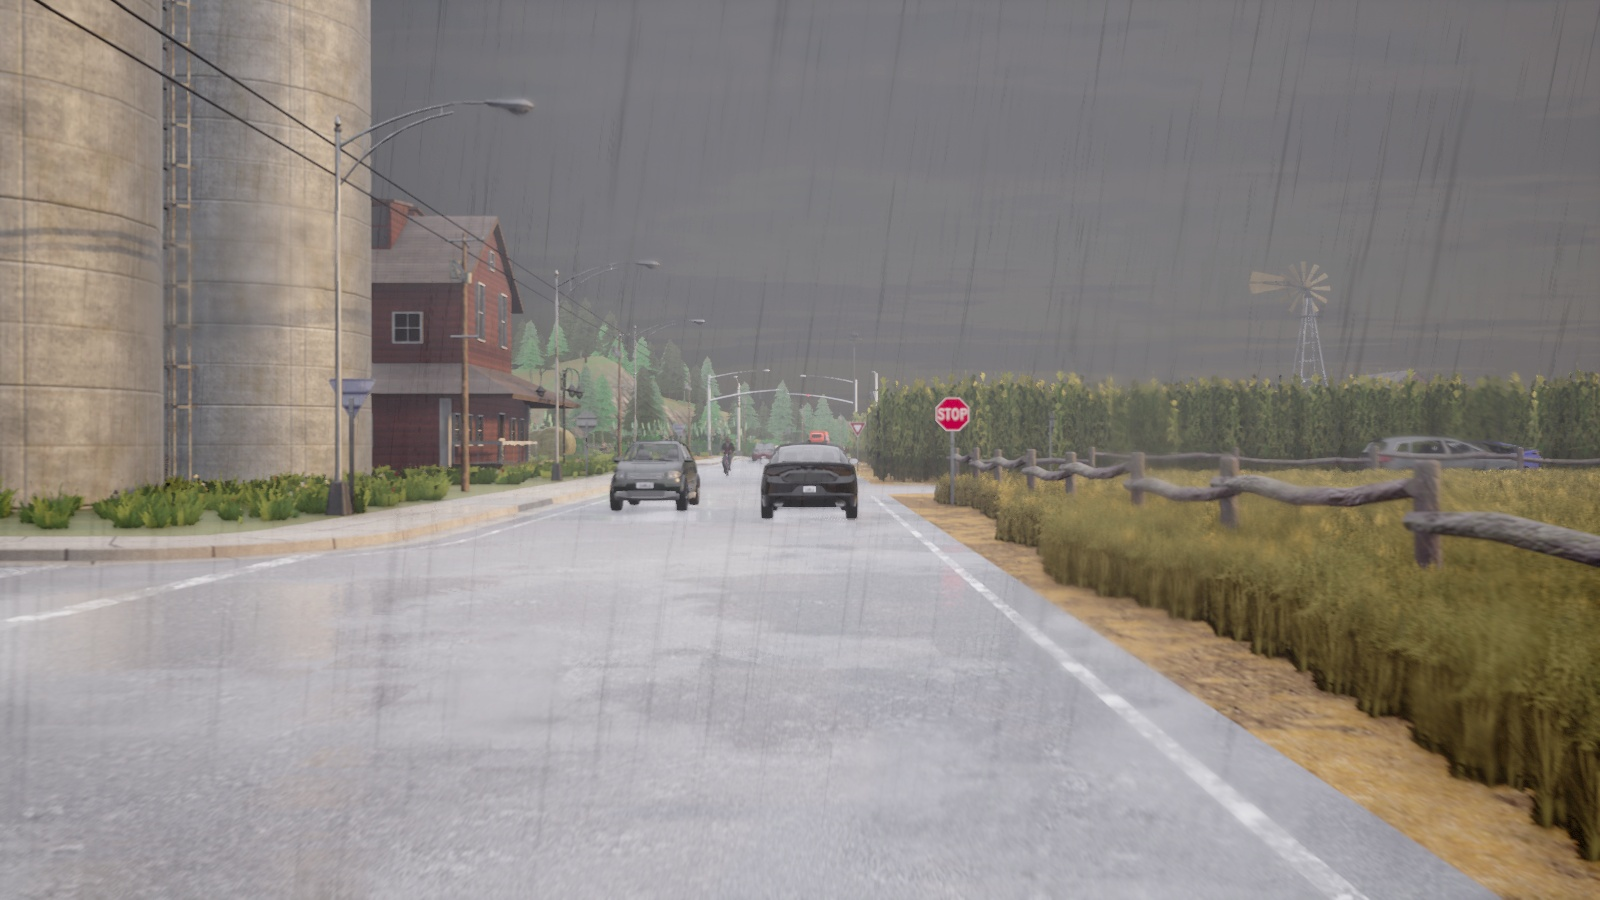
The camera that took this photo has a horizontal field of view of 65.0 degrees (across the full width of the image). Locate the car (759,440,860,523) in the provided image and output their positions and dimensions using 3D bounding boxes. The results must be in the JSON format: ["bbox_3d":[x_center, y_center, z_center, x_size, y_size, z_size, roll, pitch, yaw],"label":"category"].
[{"bbox_3d":[0.189,0.571,25.944,1.882,1.535,5.008,0,0,0],"label":"car"}]

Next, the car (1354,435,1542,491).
[{"bbox_3d":[19.798,0.375,38.521,4.611,1.667,2.242,0,0,1],"label":"car"}]

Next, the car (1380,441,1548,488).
[{"bbox_3d":[21.928,0.458,41.601,4.514,1.525,2.007,0,0,1],"label":"car"}]

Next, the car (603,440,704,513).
[{"bbox_3d":[-3.265,0.554,28.573,1.789,1.549,3.705,0,0,1],"label":"car"}]
